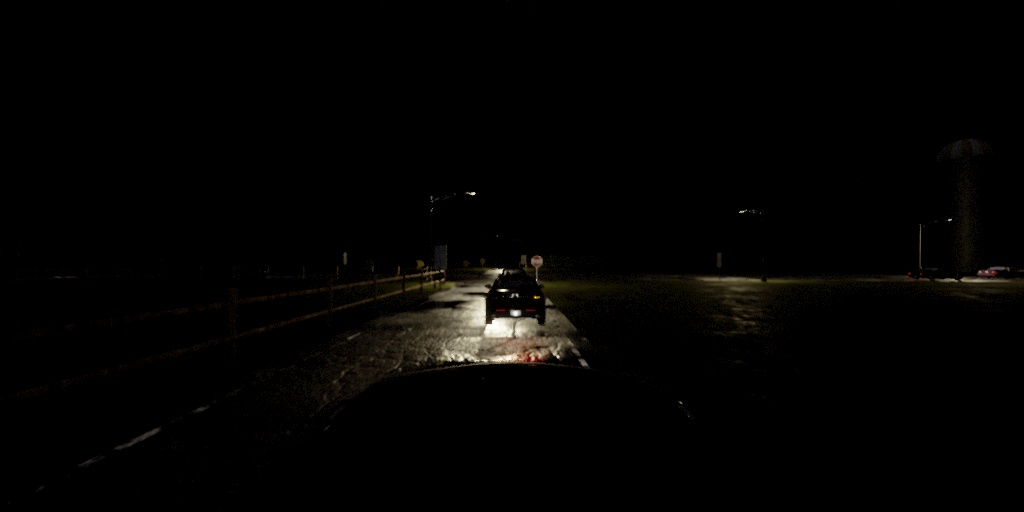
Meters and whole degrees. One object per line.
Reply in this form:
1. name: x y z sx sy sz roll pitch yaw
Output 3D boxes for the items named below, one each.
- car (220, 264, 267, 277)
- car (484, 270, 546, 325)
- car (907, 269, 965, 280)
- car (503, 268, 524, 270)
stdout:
1. car: -31.139 1.684 41.741 4.902 1.511 2.128 0 0 0
2. car: 0.102 1.391 12.492 1.837 1.490 4.892 0 -1 0
3. car: 49.101 2.130 41.569 4.718 1.301 1.895 0 0 2
4. car: 0.107 1.504 23.186 1.882 1.535 5.008 0 -1 0
